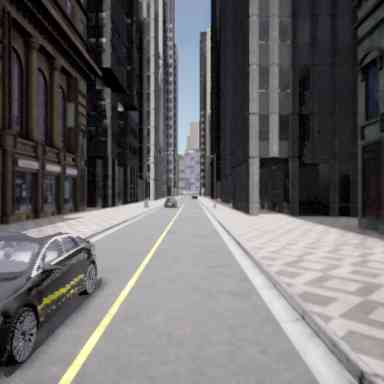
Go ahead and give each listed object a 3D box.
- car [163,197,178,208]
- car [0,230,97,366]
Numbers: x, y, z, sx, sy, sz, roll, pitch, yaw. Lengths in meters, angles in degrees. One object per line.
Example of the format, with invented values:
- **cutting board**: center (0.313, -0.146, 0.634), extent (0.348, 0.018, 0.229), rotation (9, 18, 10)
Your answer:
- **car**: center (-3.077, 1.565, 48.581), extent (1.837, 1.490, 4.892), rotation (0, -1, 0)
- **car**: center (-3.102, 1.497, 5.867), extent (2.128, 1.511, 4.902), rotation (0, 0, 0)
